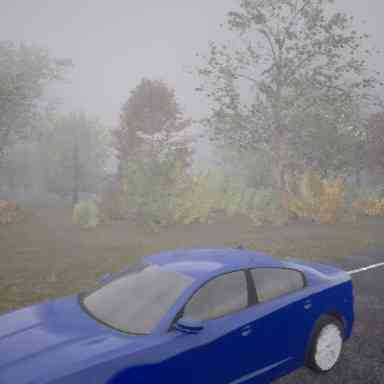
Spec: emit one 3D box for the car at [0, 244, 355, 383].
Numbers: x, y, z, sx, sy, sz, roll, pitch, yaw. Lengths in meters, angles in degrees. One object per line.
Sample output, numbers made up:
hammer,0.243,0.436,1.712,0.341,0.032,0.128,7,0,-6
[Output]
car,-0.020,1.480,4.021,5.008,1.535,1.882,0,0,-36
